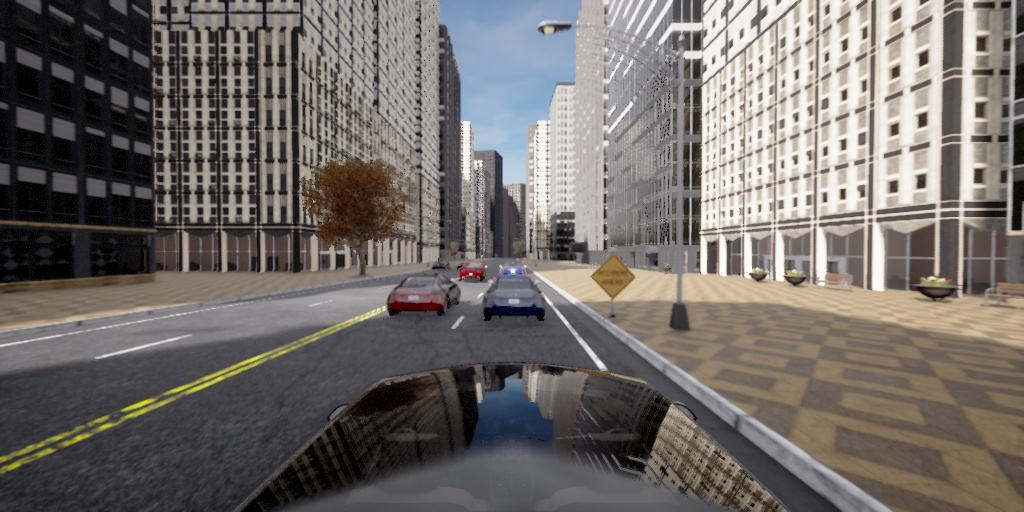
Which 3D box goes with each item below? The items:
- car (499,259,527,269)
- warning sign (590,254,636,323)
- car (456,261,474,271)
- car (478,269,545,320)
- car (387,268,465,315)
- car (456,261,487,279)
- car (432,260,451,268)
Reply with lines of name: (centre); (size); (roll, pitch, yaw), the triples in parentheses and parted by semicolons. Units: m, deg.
car: (0.076, 1.111, 27.417); (2.097, 1.767, 4.553); (0, 0, 0)
warning sign: (2.852, 0.869, 10.222); (1.300, 1.860, 1.060); (0, 0, 0)
car: (-6.569, 1.370, 50.223); (1.895, 1.301, 4.718); (0, 0, 0)
car: (0.075, 1.318, 12.634); (1.994, 1.385, 4.181); (0, 0, 0)
car: (-3.172, 1.319, 13.603); (1.994, 1.385, 4.181); (0, 0, 0)
car: (-3.162, 1.238, 30.013); (1.882, 1.535, 5.008); (0, 0, 0)
car: (-9.819, 1.316, 50.158); (2.033, 1.411, 5.357); (0, 0, 0)
